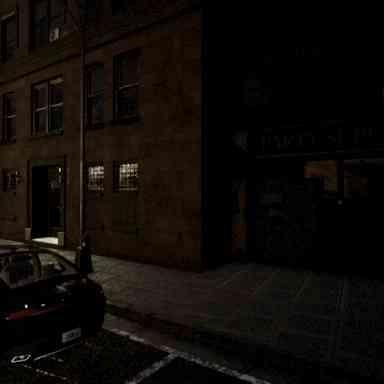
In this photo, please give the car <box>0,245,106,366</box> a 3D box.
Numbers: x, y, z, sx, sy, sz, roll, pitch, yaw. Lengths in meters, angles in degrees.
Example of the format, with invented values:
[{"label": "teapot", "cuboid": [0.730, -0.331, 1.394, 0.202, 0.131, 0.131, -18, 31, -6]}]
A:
[{"label": "car", "cuboid": [-3.274, 1.550, 5.434, 4.403, 1.369, 2.008, 0, 0, 36]}]
